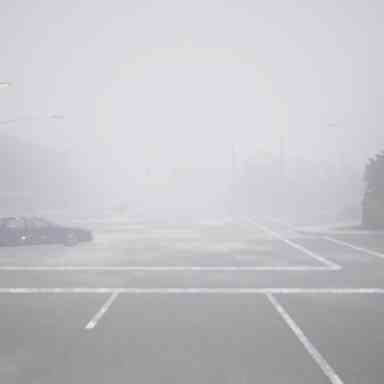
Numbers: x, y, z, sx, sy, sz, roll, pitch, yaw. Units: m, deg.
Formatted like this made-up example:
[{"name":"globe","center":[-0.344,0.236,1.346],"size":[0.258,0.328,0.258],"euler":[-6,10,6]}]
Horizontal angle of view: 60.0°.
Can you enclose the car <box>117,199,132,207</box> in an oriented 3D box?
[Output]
[{"name":"car","center":[-14.032,2.276,69.130],"size":[2.033,1.411,5.357],"euler":[0,0,0]}]

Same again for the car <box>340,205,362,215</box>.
[{"name":"car","center":[23.085,2.545,48.254],"size":[1.994,1.385,4.181],"euler":[-1,-2,45]}]

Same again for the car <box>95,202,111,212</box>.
[{"name":"car","center":[-14.103,2.333,53.523],"size":[1.812,1.442,4.674],"euler":[0,0,0]}]

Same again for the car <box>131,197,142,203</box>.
[{"name":"car","center":[-14.039,1.998,84.827],"size":[1.882,1.535,5.008],"euler":[0,-1,0]}]

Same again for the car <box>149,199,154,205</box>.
[{"name":"car","center":[-10.539,2.401,83.043],"size":[2.033,1.411,5.357],"euler":[0,-1,0]}]

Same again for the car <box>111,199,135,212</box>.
[{"name":"car","center":[-10.611,2.284,51.610],"size":[1.882,1.535,5.008],"euler":[0,0,0]}]

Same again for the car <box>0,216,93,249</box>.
[{"name":"car","center":[-7.294,1.785,14.914],"size":[5.357,1.411,2.033],"euler":[0,-1,-27]}]

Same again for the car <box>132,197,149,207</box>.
[{"name":"car","center":[-10.535,2.299,67.432],"size":[1.994,1.385,4.181],"euler":[0,0,0]}]
